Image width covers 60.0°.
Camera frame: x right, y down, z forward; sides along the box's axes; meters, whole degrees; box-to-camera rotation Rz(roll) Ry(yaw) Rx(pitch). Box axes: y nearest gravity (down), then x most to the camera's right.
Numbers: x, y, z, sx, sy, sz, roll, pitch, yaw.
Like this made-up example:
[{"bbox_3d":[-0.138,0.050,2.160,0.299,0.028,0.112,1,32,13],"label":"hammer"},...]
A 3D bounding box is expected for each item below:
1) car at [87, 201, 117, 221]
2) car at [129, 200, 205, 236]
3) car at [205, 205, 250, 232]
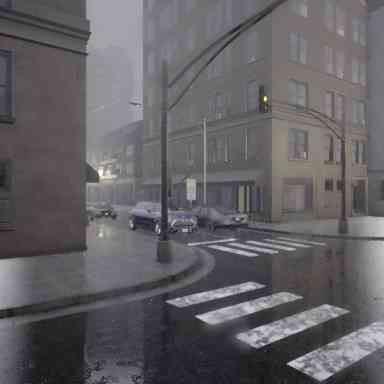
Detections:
[{"bbox_3d":[-7.436,1.428,26.073,1.994,1.385,4.181,0,0,-35],"label":"car"},{"bbox_3d":[-1.640,1.269,17.967,2.097,1.767,4.553,0,0,-36],"label":"car"},{"bbox_3d":[0.932,1.467,19.442,2.033,1.411,5.357,0,0,-36],"label":"car"}]
